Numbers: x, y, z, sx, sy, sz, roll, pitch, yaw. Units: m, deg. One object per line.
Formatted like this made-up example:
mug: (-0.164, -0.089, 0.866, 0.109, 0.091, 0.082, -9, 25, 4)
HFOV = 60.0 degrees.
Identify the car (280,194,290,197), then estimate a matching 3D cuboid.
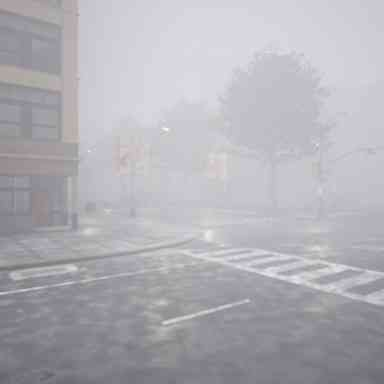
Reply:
car: (18.453, 1.228, 69.422, 2.002, 1.452, 4.674, 0, 0, -36)

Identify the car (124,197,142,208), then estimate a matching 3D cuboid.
car: (-8.823, 1.457, 47.423, 2.128, 1.511, 4.902, 0, 0, -35)

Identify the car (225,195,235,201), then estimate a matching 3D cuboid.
car: (7.960, 1.327, 76.883, 2.161, 1.482, 4.786, 0, 0, -36)

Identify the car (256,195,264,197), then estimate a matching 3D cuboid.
car: (17.598, 1.358, 83.353, 1.895, 1.301, 4.718, 0, 0, -36)

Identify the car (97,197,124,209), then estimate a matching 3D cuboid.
car: (-11.307, 1.496, 44.877, 1.812, 1.442, 4.674, 0, 0, -35)
